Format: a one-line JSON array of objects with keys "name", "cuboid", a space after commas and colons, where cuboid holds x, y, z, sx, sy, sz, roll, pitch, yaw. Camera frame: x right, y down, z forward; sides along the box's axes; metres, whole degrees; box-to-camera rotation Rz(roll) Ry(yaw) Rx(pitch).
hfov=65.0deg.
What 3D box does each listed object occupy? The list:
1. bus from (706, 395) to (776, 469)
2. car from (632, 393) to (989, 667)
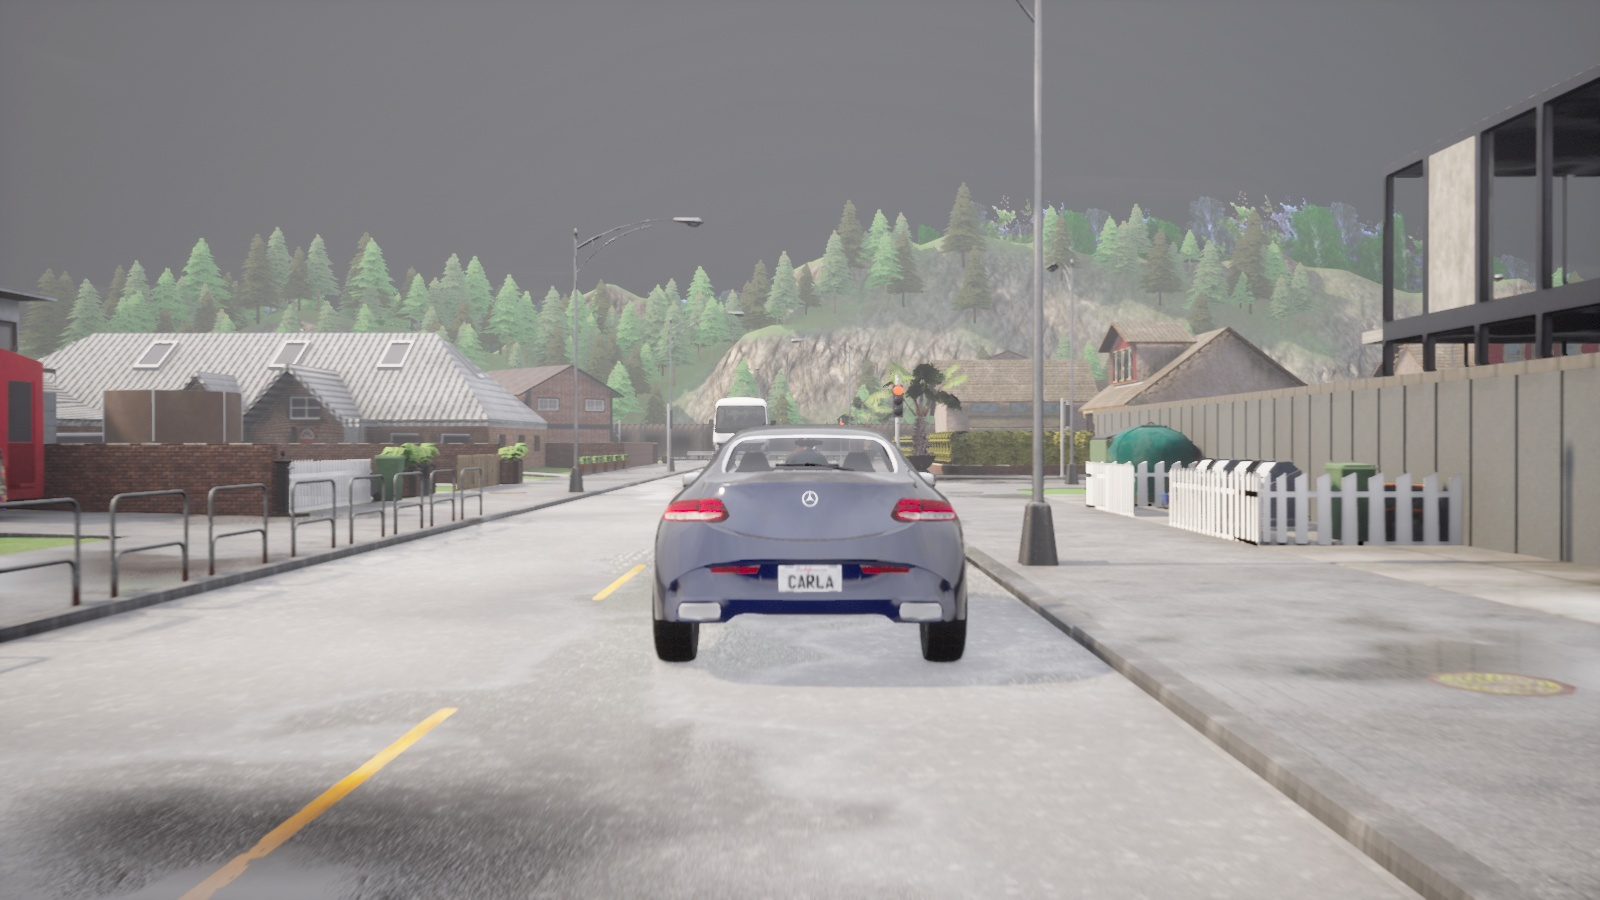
[{"name": "bus", "cuboid": [-3.535, -1.071, 77.746, 3.944, 4.253, 10.273, 0, 0, -1]}, {"name": "car", "cuboid": [0.073, 0.468, 10.092, 2.152, 1.651, 5.027, 0, 0, 0]}]
